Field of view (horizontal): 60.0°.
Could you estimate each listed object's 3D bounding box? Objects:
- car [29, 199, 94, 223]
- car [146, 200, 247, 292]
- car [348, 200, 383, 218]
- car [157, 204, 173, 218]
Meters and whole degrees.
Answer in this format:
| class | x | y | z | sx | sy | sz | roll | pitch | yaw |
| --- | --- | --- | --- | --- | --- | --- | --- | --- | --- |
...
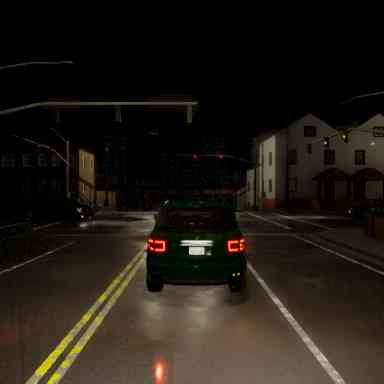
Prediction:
| class | x | y | z | sx | sy | sz | roll | pitch | yaw |
| --- | --- | --- | --- | --- | --- | --- | --- | --- | --- |
| car | -9.718 | 1.312 | 24.996 | 4.553 | 1.767 | 2.097 | 0 | 1 | 11 |
| car | 0.090 | 1.221 | 9.059 | 2.150 | 2.045 | 5.566 | 0 | 0 | 0 |
| car | 16.563 | 1.491 | 29.786 | 4.902 | 1.511 | 2.128 | 0 | 0 | -1 |
| car | -3.593 | 2.597 | 45.329 | 1.812 | 1.442 | 4.674 | 0 | -9 | 0 |
